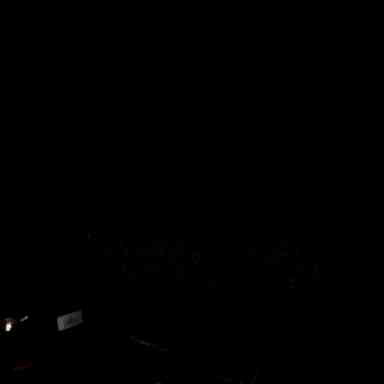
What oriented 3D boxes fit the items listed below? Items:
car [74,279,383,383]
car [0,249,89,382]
[{"bbox_3d":[1.437,1.440,1.935,4.097,1.590,1.967,0,0,35],"label":"car"},{"bbox_3d":[-3.156,1.582,5.202,4.313,1.339,1.947,0,0,35],"label":"car"}]
